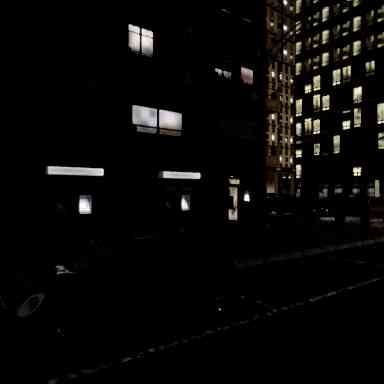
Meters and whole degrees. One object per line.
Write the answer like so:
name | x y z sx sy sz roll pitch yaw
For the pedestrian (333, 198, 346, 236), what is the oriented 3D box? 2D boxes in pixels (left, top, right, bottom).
pedestrian | 7.092 1.145 15.816 0.375 1.860 0.375 0 0 -36

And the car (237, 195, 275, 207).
car | 7.746 1.073 40.691 1.947 1.339 4.313 1 0 -36

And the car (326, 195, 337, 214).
car | 9.417 1.197 28.631 1.837 1.490 4.892 0 1 -36

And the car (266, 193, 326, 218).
car | 7.618 1.010 26.739 2.192 1.841 5.009 2 0 -36

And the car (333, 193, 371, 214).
car | 14.329 1.029 31.756 2.192 1.841 5.009 1 0 -36

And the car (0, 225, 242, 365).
car | -1.126 1.440 5.773 4.097 1.590 1.967 0 0 -36
